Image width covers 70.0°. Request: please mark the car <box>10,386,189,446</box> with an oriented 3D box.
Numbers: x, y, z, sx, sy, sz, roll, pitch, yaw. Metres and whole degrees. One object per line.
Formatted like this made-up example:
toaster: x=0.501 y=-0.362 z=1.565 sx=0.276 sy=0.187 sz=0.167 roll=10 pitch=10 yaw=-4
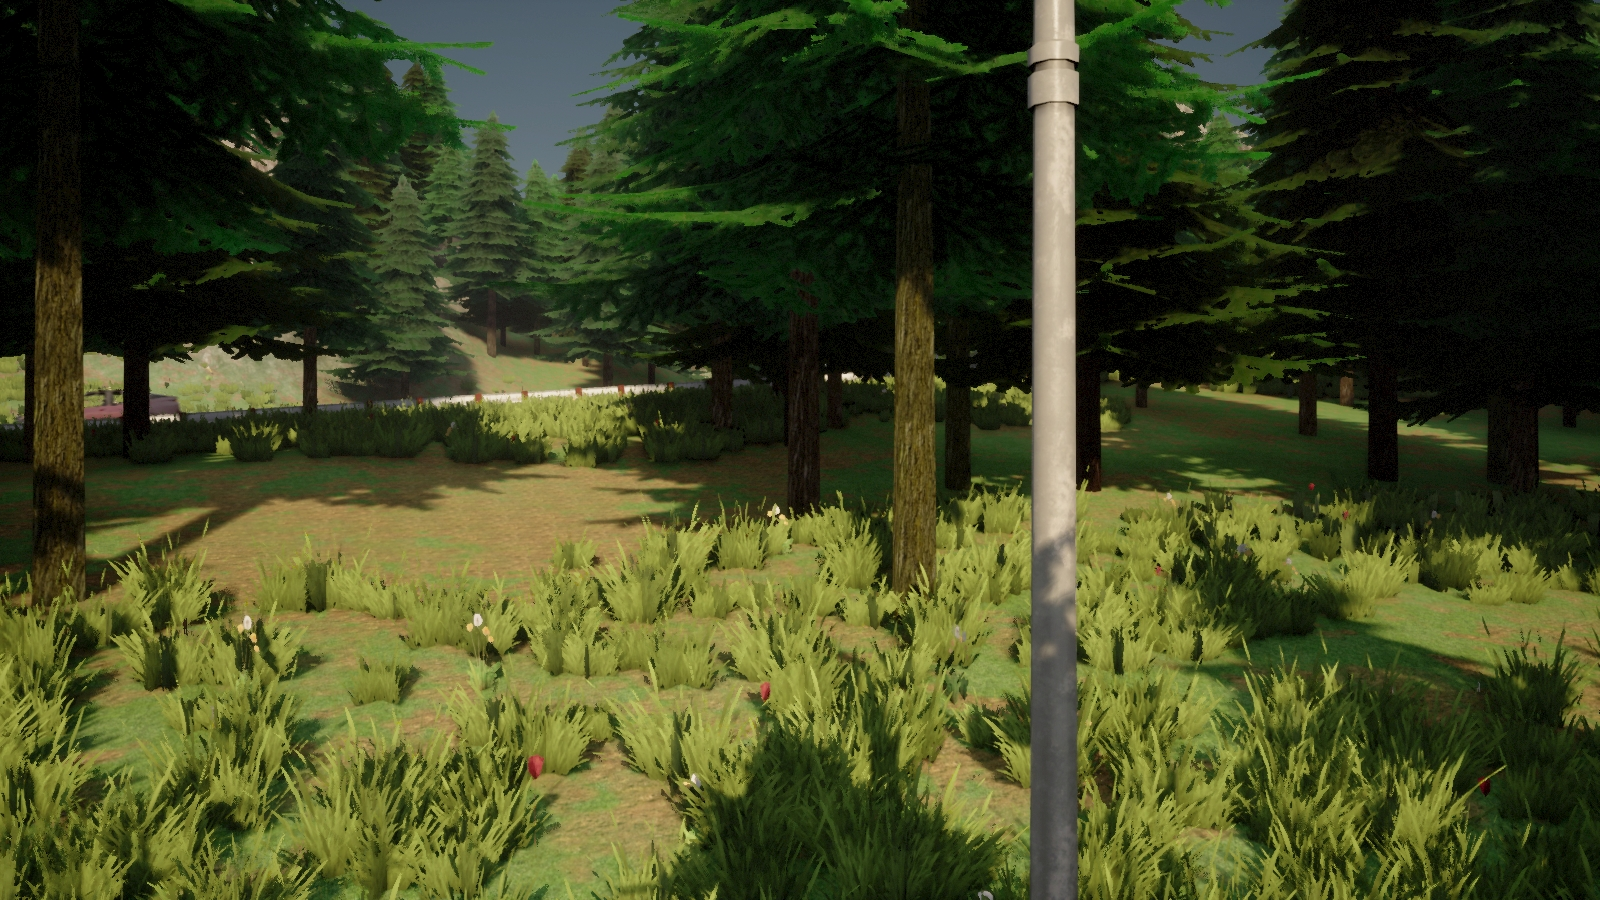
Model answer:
car: x=-21.606 y=-1.069 z=35.395 sx=4.514 sy=1.525 sz=2.007 roll=-5 pitch=3 yaw=-32
